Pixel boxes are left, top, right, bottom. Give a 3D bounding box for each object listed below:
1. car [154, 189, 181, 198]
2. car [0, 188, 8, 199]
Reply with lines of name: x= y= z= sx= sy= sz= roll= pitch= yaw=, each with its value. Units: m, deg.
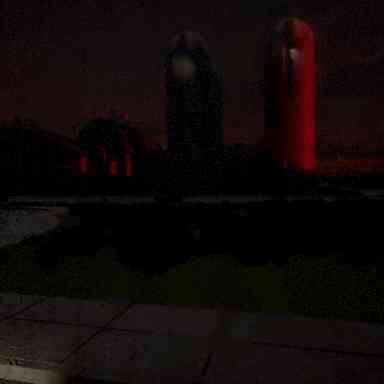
car: x=-2.714 y=0.426 z=38.124 sx=2.242 sy=1.667 sz=4.611 roll=0 pitch=2 yaw=14
car: x=-26.212 y=0.449 z=43.941 sx=1.905 sy=1.878 sz=3.866 roll=0 pitch=2 yaw=14
